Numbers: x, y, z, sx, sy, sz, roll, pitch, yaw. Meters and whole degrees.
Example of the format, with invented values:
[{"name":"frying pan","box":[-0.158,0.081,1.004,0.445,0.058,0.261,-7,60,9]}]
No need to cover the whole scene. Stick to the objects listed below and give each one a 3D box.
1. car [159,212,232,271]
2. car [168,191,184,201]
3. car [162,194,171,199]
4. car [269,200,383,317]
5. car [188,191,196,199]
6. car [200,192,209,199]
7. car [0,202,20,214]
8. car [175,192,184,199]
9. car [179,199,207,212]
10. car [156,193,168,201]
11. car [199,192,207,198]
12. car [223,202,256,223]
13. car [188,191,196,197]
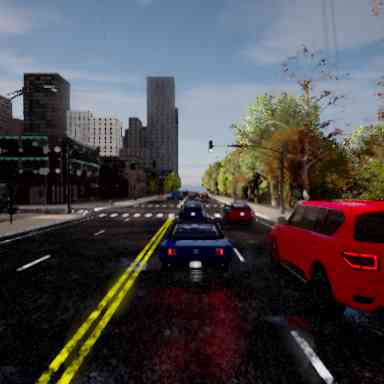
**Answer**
[{"name":"car","box":[0.097,1.539,10.670,1.895,1.301,4.718,0,0,0]},{"name":"car","box":[-3.279,0.810,70.937,2.150,2.045,5.566,0,0,0]},{"name":"car","box":[-6.535,1.078,86.531,1.895,1.301,4.718,0,0,0]},{"name":"car","box":[3.347,1.179,7.511,2.150,2.045,5.566,0,1,0]},{"name":"car","box":[-0.037,1.035,84.471,2.033,1.411,5.357,0,0,0]},{"name":"car","box":[3.213,0.848,84.857,2.097,1.767,4.553,0,0,0]},{"name":"car","box":[-19.968,1.623,34.030,4.313,1.339,1.947,-1,2,0]},{"name":"car","box":[-3.285,0.838,86.590,2.097,1.767,4.553,0,0,0]},{"name":"car","box":[0.050,1.425,24.135,1.994,1.385,4.181,0,0,-1]},{"name":"car","box":[-6.529,0.940,70.996,2.097,1.767,4.553,0,0,0]},{"name":"car","box":[3.209,0.797,94.890,2.128,1.511,4.902,0,0,0]},{"name":"car","box":[3.340,1.425,24.074,1.994,1.385,4.181,0,0,0]},{"name":"car","box":[-0.041,0.627,94.857,2.097,1.767,4.553,0,0,0]}]
